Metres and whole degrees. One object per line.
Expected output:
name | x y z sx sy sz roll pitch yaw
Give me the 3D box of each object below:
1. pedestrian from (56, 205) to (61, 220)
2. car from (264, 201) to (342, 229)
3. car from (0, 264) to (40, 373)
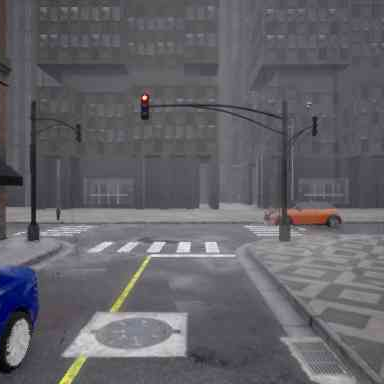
pedestrian | -9.825 1.532 24.453 0.500 1.100 0.500 0 0 1
car | 6.880 1.340 20.960 4.553 1.767 2.097 0 0 -3
car | -3.131 1.477 2.784 1.882 1.535 5.008 0 0 0
